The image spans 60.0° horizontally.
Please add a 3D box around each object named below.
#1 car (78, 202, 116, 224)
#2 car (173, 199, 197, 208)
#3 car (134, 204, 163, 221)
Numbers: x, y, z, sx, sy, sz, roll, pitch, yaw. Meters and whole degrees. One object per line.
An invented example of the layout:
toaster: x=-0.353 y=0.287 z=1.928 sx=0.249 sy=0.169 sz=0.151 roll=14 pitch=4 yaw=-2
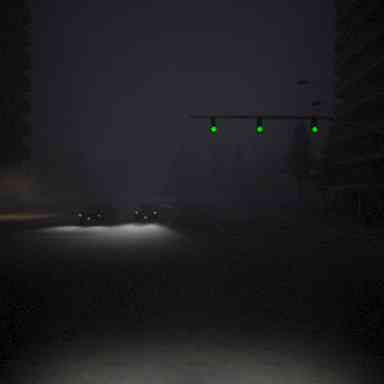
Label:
car: x=-7.074 y=1.577 z=25.268 sx=1.837 sy=1.490 sz=4.892 roll=0 pitch=0 yaw=0
car: x=-1.117 y=1.731 z=49.860 sx=1.895 sy=1.301 sz=4.718 roll=0 pitch=0 yaw=-27
car: x=-3.561 y=1.681 z=27.906 sx=1.895 sy=1.301 sz=4.718 roll=0 pitch=0 yaw=1
